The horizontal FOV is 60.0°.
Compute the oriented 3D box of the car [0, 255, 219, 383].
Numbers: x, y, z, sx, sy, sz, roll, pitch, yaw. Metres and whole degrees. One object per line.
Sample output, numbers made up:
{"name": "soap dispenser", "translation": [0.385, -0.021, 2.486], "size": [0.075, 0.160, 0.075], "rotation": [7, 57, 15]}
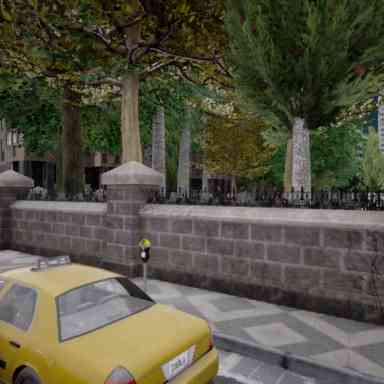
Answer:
{"name": "car", "translation": [-1.997, 1.525, 4.383], "size": [4.829, 1.417, 1.752], "rotation": [0, 0, 35]}
